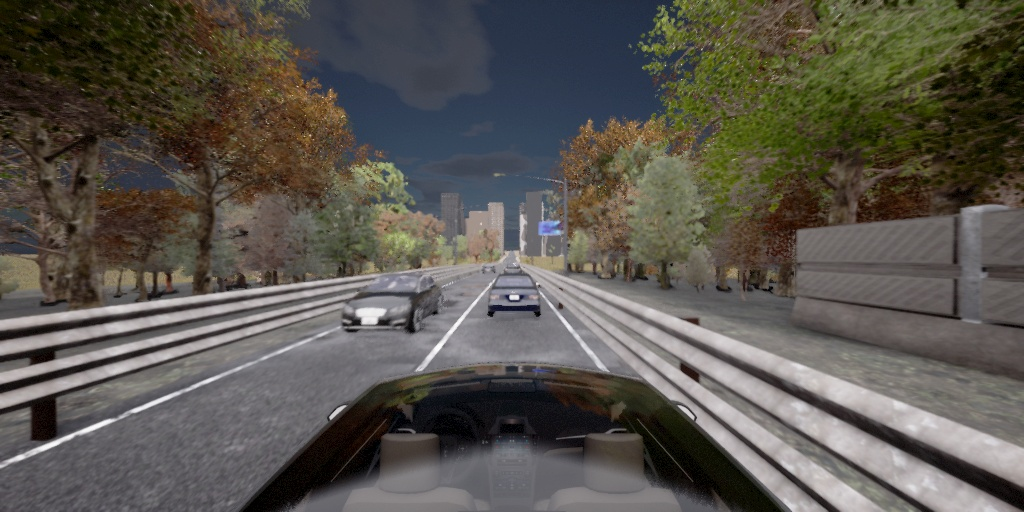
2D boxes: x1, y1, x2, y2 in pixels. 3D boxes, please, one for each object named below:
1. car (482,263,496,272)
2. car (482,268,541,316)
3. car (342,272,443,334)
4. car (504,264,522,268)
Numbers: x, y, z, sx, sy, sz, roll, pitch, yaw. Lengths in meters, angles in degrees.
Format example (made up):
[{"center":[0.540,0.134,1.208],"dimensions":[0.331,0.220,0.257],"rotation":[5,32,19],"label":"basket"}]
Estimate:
[{"center":[-3.336,1.798,52.251],"dimensions":[1.812,1.442,4.674],"rotation":[0,-1,0],"label":"car"},{"center":[0.079,1.342,13.613],"dimensions":[2.033,1.411,5.357],"rotation":[0,0,0],"label":"car"},{"center":[-3.350,1.270,10.884],"dimensions":[2.128,1.511,4.902],"rotation":[0,0,0],"label":"car"},{"center":[0.089,1.531,36.504],"dimensions":[2.128,1.511,4.902],"rotation":[0,-1,0],"label":"car"}]
